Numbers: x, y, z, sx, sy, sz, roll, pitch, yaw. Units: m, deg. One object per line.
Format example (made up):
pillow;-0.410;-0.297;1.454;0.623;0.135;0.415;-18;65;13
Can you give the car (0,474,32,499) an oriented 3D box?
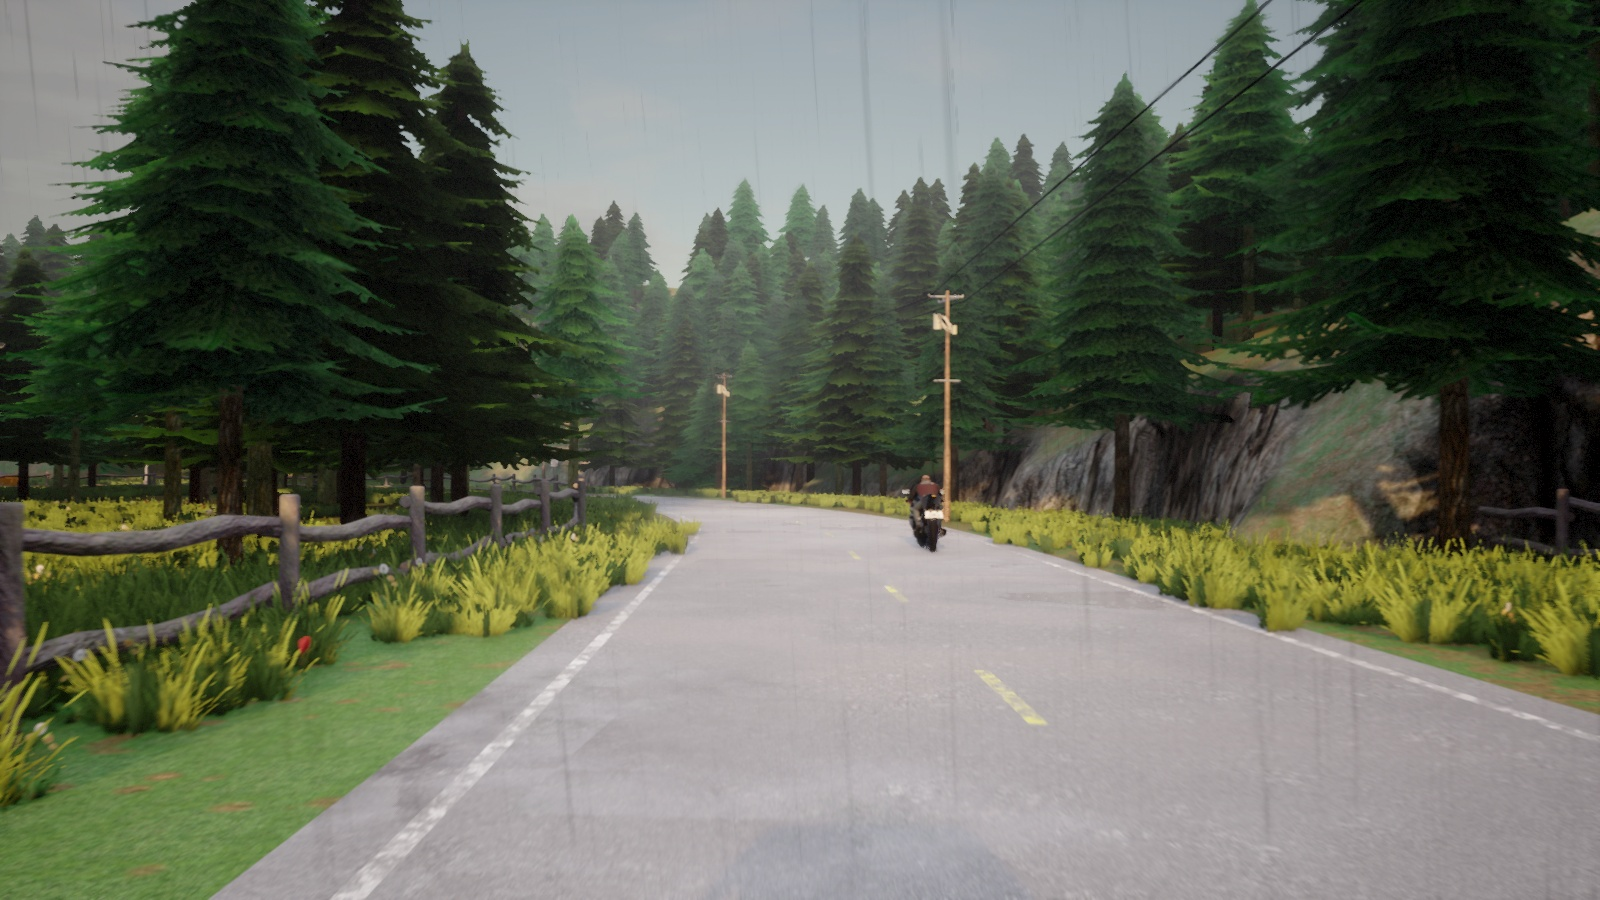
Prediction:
car;-50.256;2.275;77.962;1.882;1.535;5.008;0;-1;3

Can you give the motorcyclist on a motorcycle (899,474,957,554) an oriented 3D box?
motorcyclist on a motorcycle;2.551;1.263;25.328;0.866;1.530;2.191;0;-1;-2
